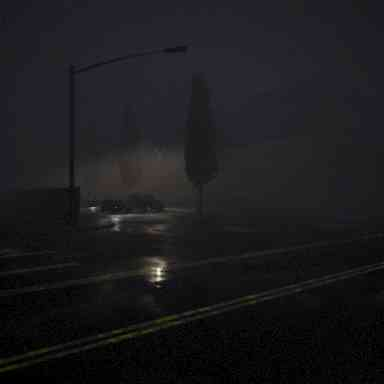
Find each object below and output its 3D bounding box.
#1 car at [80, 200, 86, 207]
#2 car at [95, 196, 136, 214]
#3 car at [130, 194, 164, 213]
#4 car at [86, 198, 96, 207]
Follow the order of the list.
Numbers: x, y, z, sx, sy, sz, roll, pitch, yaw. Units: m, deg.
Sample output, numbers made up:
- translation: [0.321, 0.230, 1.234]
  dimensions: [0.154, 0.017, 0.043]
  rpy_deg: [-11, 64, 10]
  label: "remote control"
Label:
- translation: [-17.429, 1.480, 47.641]
  dimensions: [2.128, 1.511, 4.902]
  rpy_deg: [0, 0, -36]
  label: "car"
- translation: [-8.073, 1.496, 34.770]
  dimensions: [1.837, 1.490, 4.892]
  rpy_deg: [0, 0, -36]
  label: "car"
- translation: [-5.259, 1.210, 36.861]
  dimensions: [2.150, 2.045, 5.566]
  rpy_deg: [0, 0, -36]
  label: "car"
- translation: [-14.813, 1.550, 50.001]
  dimensions: [1.994, 1.385, 4.181]
  rpy_deg: [0, 0, -36]
  label: "car"
